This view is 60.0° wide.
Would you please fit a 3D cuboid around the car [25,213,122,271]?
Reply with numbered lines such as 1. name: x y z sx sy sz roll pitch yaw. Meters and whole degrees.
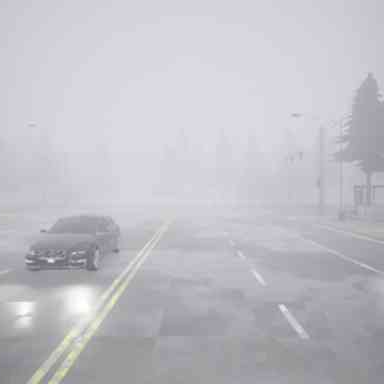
1. car: -3.583 1.497 10.891 1.837 1.490 4.892 0 0 0
